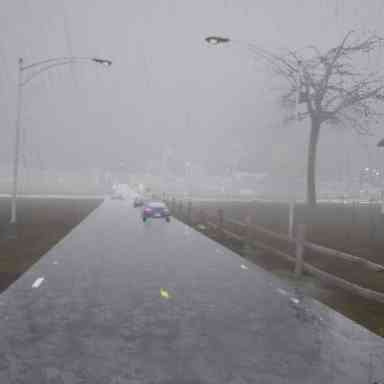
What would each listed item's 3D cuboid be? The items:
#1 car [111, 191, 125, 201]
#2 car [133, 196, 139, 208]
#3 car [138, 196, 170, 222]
[{"bbox_3d":[-11.796,0.638,53.010,1.812,1.442,4.674,3,0,-12],"label":"car"},{"bbox_3d":[-5.619,1.125,37.507,1.895,1.301,4.718,3,0,-12],"label":"car"},{"bbox_3d":[-2.677,1.284,23.843,1.812,1.442,4.674,3,0,-11],"label":"car"}]
